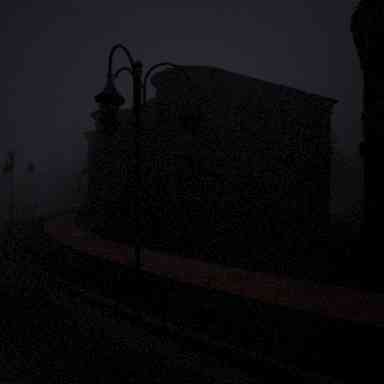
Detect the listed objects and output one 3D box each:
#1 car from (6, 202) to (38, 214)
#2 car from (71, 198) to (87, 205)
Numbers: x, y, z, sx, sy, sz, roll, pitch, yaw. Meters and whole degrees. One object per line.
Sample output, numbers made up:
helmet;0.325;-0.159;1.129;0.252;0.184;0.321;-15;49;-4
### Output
car;-19.496;1.765;38.404;1.895;1.301;4.718;0;0;-5
car;-22.569;1.845;66.918;1.994;1.385;4.181;0;0;6
